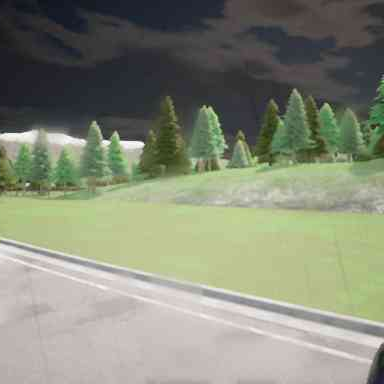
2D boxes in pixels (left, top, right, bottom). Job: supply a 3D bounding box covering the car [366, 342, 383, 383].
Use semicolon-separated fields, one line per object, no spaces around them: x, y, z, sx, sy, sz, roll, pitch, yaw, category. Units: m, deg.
3.170;1.587;1.765;4.181;1.385;1.994;1;1;36;car
